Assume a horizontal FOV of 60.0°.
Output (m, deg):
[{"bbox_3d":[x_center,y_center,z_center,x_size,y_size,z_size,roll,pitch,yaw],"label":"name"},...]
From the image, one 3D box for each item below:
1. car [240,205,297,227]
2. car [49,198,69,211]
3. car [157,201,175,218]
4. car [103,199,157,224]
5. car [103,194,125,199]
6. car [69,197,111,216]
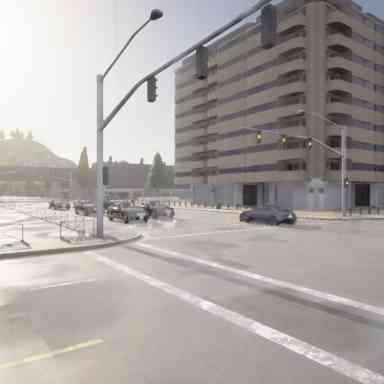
[{"bbox_3d":[5.344,1.612,23.627,1.994,1.385,4.181,0,0,-35],"label":"car"},{"bbox_3d":[-17.093,1.547,42.874,2.128,1.511,4.902,0,0,-35],"label":"car"},{"bbox_3d":[-3.365,1.547,29.522,2.128,1.511,4.902,0,0,-35],"label":"car"},{"bbox_3d":[-5.032,1.547,25.819,2.128,1.511,4.902,0,0,-35],"label":"car"},{"bbox_3d":[-9.065,1.277,37.573,2.150,2.045,5.566,0,0,-35],"label":"car"},{"bbox_3d":[-10.279,1.547,33.231,2.128,1.511,4.902,0,0,-35],"label":"car"}]
